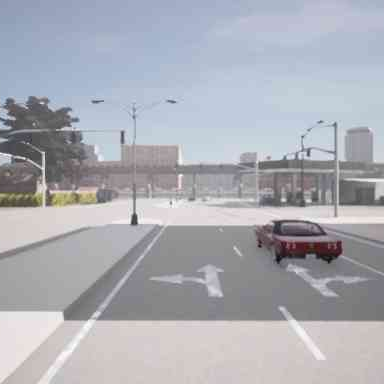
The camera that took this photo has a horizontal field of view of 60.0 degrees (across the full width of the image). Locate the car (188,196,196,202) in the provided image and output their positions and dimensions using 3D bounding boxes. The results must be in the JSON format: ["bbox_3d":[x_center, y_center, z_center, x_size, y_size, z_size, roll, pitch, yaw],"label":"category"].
[{"bbox_3d":[-0.006,1.726,83.732,2.033,1.411,5.357,0,0,0],"label":"car"}]

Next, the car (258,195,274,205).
[{"bbox_3d":[13.206,1.434,59.059,2.242,1.667,4.611,0,0,0],"label":"car"}]

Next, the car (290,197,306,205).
[{"bbox_3d":[18.950,1.596,59.821,1.970,1.475,3.806,0,0,0],"label":"car"}]

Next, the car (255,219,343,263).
[{"bbox_3d":[3.534,1.630,12.052,1.895,1.301,4.718,0,0,1],"label":"car"}]

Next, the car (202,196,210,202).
[{"bbox_3d":[3.494,1.710,83.733,1.812,1.442,4.674,0,0,0],"label":"car"}]
